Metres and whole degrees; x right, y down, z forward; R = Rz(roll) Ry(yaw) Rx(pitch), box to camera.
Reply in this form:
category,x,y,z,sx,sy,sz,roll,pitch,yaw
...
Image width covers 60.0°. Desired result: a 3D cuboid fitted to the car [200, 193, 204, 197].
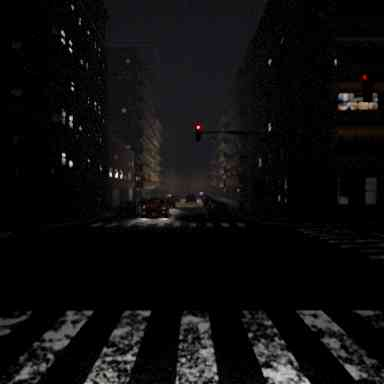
category,x,y,z,sx,sy,sz,roll,pitch,yaw
car,2.972,1.383,61.351,1.812,1.442,4.674,0,0,0

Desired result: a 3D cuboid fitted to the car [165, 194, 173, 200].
category,x,y,z,sx,sy,sz,roll,pitch,yaw
car,-5.946,1.339,85.835,1.752,1.417,4.829,0,0,0

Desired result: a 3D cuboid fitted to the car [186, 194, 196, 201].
category,x,y,z,sx,sy,sz,roll,pitch,yaw
car,-0.203,1.225,70.235,1.994,1.385,4.181,0,0,0

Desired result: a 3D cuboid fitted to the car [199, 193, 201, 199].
category,x,y,z,sx,sy,sz,roll,pitch,yaw
car,2.943,1.322,68.350,1.882,1.535,5.008,0,0,0

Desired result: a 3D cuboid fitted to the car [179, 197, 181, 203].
category,x,y,z,sx,sy,sz,roll,pitch,yaw
car,-3.186,1.388,64.359,1.812,1.442,4.674,0,0,0

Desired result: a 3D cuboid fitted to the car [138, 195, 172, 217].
category,x,y,z,sx,sy,sz,roll,pitch,yaw
car,-3.185,1.277,29.825,2.097,1.767,4.553,0,0,0

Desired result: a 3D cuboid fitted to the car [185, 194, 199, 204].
category,x,y,z,sx,sy,sz,roll,pitch,yaw
car,-0.180,1.209,61.831,2.097,1.767,4.553,0,0,0

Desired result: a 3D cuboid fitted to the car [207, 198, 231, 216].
category,x,y,z,sx,sy,sz,roll,pitch,yaw
car,2.595,1.504,30.782,1.802,1.307,4.206,0,0,0

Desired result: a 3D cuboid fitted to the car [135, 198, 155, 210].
category,x,y,z,sx,sy,sz,roll,pitch,yaw
car,-5.818,1.463,41.817,1.947,1.339,4.313,0,0,0

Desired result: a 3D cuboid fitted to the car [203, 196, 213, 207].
category,x,y,z,sx,sy,sz,roll,pitch,yaw
car,2.579,1.475,36.306,1.947,1.339,4.313,0,0,0

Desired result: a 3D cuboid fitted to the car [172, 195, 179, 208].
category,x,y,z,sx,sy,sz,roll,pitch,yaw
car,-3.221,1.378,44.986,2.128,1.511,4.902,0,1,0

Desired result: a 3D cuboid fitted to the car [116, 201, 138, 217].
category,x,y,z,sx,sy,sz,roll,pitch,yaw
car,-5.786,1.487,30.770,1.947,1.339,4.313,0,0,0

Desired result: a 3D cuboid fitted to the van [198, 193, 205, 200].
category,x,y,z,sx,sy,sz,roll,pitch,yaw
van,2.432,1.154,86.016,1.690,1.788,3.998,-1,0,0

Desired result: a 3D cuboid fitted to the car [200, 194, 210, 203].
category,x,y,z,sx,sy,sz,roll,pitch,yaw
car,2.547,1.431,47.352,1.887,1.381,4.507,0,0,0
